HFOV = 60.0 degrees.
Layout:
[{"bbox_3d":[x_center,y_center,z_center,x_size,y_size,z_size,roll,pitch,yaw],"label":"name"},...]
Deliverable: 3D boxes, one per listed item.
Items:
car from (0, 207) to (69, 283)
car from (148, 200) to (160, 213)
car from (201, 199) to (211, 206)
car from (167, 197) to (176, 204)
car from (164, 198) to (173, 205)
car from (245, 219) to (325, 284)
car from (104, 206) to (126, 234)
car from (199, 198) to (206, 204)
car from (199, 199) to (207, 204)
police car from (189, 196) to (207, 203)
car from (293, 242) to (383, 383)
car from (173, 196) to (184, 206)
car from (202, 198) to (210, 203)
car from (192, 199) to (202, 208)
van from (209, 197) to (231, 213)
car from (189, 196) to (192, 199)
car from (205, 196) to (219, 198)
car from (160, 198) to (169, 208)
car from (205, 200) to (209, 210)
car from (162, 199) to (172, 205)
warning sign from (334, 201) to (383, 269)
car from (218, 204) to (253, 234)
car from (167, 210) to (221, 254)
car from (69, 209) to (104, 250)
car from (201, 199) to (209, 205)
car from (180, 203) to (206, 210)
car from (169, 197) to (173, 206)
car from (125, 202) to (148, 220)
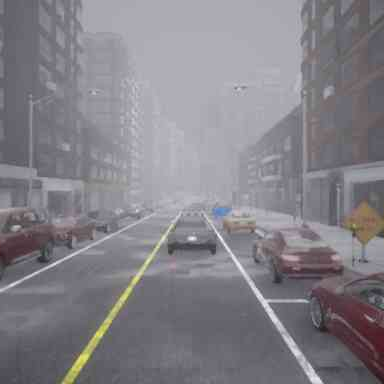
[{"bbox_3d":[-5.673,1.409,9.610,2.192,1.841,5.009,-1,-1,0],"label":"car"},{"bbox_3d":[-5.656,1.983,42.651,1.947,1.339,4.313,-1,-1,0],"label":"car"},{"bbox_3d":[2.882,2.253,70.198,1.947,1.339,4.313,-1,-1,0],"label":"car"},{"bbox_3d":[-5.636,2.205,92.221,2.192,1.841,5.009,-1,-1,0],"label":"car"},{"bbox_3d":[-5.639,2.230,81.205,1.967,1.590,4.097,-1,-1,0],"label":"car"},{"bbox_3d":[2.855,1.676,9.633,1.802,1.307,4.206,-1,-1,0],"label":"car"},{"bbox_3d":[-5.665,1.767,20.621,1.947,1.339,4.313,-1,-1,0],"label":"car"},{"bbox_3d":[2.892,2.456,92.222,1.947,1.339,4.313,-1,-1,0],"label":"car"},{"bbox_3d":[2.890,2.406,86.716,1.947,1.339,4.313,-1,-1,0],"label":"car"},{"bbox_3d":[0.923,1.945,52.965,1.930,1.638,5.238,0,-1,0],"label":"police car"},{"bbox_3d":[2.853,1.623,4.127,1.802,1.307,4.206,-1,-1,0],"label":"car"},{"bbox_3d":[-2.968,1.926,71.743,2.150,2.045,5.566,0,-1,0],"label":"car"},{"bbox_3d":[2.872,2.023,48.174,2.008,1.369,4.403,-1,-1,0],"label":"car"},{"bbox_3d":[0.928,2.094,62.855,1.882,1.535,5.008,0,-1,0],"label":"car"},{"bbox_3d":[2.862,1.650,31.659,1.690,1.788,3.998,-1,-1,0],"label":"van"},{"bbox_3d":[0.870,2.026,68.825,2.097,1.767,4.553,0,-1,0],"label":"car"},{"bbox_3d":[2.872,1.842,53.682,2.192,1.841,5.009,-1,-1,0],"label":"car"},{"bbox_3d":[-5.648,2.163,59.174,1.802,1.307,4.206,-1,-1,0],"label":"car"},{"bbox_3d":[2.867,1.914,37.162,2.008,1.369,4.403,-1,-1,0],"label":"car"},{"bbox_3d":[-5.640,2.321,75.696,1.802,1.307,4.206,-1,-1,0],"label":"car"},{"bbox_3d":[5.082,1.211,9.845,1.300,1.860,1.060,1,0,0],"label":"warning sign"},{"bbox_3d":[2.860,1.728,20.815,1.752,1.417,4.829,-1,-1,0],"label":"car"},{"bbox_3d":[0.011,1.703,14.241,1.994,1.385,4.181,0,-1,0],"label":"car"},{"bbox_3d":[-5.668,1.692,15.115,1.887,1.381,4.507,-1,-1,0],"label":"car"},{"bbox_3d":[2.884,2.266,75.874,1.752,1.417,4.829,-1,-1,0],"label":"car"},{"bbox_3d":[0.015,1.884,29.085,1.895,1.301,4.718,0,-1,0],"label":"car"},{"bbox_3d":[-5.643,2.269,70.188,1.802,1.307,4.206,-1,-1,0],"label":"car"},{"bbox_3d":[-5.662,1.749,31.638,1.967,1.590,4.097,-1,-1,0],"label":"car"}]
